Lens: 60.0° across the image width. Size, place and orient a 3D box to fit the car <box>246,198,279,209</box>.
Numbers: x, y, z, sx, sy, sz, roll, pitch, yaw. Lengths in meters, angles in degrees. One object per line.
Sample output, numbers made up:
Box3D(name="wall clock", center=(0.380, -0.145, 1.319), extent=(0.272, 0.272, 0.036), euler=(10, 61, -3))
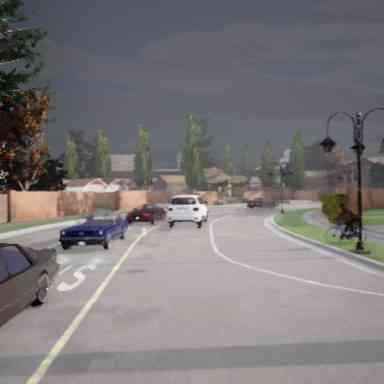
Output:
Box3D(name="car", center=(8.963, 1.404, 41.953), extent=(2.033, 1.411, 5.357), euler=(-1, 0, 42))

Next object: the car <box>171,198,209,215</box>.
Box3D(name="car", center=(-0.107, 1.480, 34.805), extent=(1.882, 1.535, 5.008), euler=(-1, 0, 26))

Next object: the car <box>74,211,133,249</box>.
Box3D(name="car", center=(-4.189, 1.658, 14.898), extent=(1.895, 1.301, 4.718), euler=(-1, 0, 1))

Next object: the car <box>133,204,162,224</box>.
Box3D(name="car", center=(-3.341, 1.612, 24.870), extent=(1.994, 1.385, 4.181), euler=(-1, 0, 12))

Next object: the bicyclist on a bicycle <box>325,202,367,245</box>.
Box3D(name="bicyclist on a bicycle", center=(5.935, 1.223, 12.806), extent=(1.656, 1.620, 0.582), euler=(0, 0, -3))

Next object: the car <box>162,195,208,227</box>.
Box3D(name="car", center=(-0.180, 1.222, 22.745), extent=(2.150, 2.045, 5.566), euler=(-1, 0, 8))

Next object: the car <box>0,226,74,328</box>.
Box3D(name="car", center=(-3.823, 1.599, 5.384), extent=(2.033, 1.411, 5.357), euler=(-1, 0, -3))
